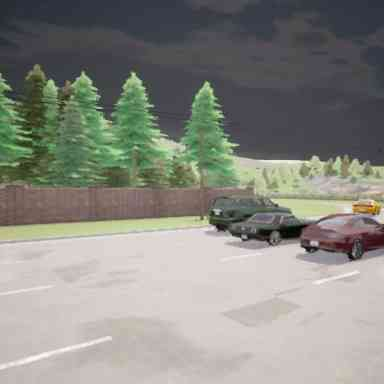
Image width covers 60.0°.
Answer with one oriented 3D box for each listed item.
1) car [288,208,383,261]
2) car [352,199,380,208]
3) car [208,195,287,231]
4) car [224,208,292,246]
[{"bbox_3d":[5.888,1.516,12.260,4.674,1.442,1.812,0,0,-36],"label":"car"},{"bbox_3d":[16.927,1.447,32.234,1.882,1.535,5.008,0,0,36],"label":"car"},{"bbox_3d":[3.489,1.209,19.164,5.566,2.045,2.150,0,0,-36],"label":"car"},{"bbox_3d":[4.000,1.591,15.197,4.718,1.301,1.895,0,0,-35],"label":"car"}]
